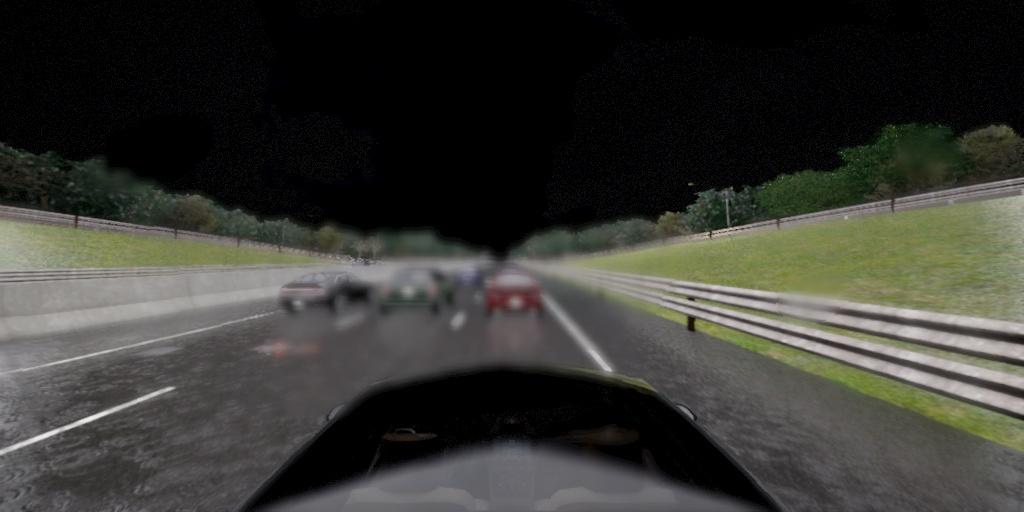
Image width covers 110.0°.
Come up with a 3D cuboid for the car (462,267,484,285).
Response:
[{"bbox_3d":[-3.459,1.616,29.860,1.812,1.442,4.674,0,-1,0],"label":"car"}]

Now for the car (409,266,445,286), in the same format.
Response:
[{"bbox_3d":[-6.958,1.616,29.886,1.812,1.442,4.674,0,0,0],"label":"car"}]

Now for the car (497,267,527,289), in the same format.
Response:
[{"bbox_3d":[0.020,1.602,27.043,2.033,1.411,5.357,0,-1,1],"label":"car"}]

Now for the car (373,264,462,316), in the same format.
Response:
[{"bbox_3d":[-3.458,1.244,14.154,2.097,1.767,4.553,0,-1,0],"label":"car"}]

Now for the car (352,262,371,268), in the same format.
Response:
[{"bbox_3d":[-25.025,1.823,60.017,2.097,1.767,4.553,0,-1,-1],"label":"car"}]

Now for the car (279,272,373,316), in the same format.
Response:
[{"bbox_3d":[-6.959,1.385,14.201,2.128,1.511,4.902,0,-1,1],"label":"car"}]

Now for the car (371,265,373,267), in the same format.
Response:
[{"bbox_3d":[-21.537,2.038,60.167,1.994,1.385,4.181,0,-1,-1],"label":"car"}]

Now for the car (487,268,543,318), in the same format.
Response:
[{"bbox_3d":[0.044,1.367,13.810,1.882,1.535,5.008,0,-1,-2],"label":"car"}]
